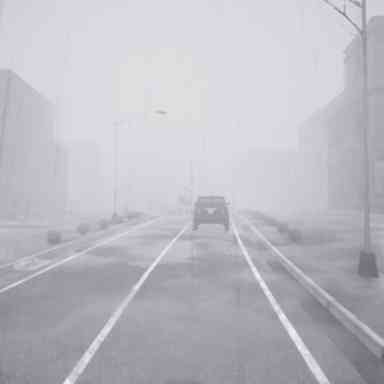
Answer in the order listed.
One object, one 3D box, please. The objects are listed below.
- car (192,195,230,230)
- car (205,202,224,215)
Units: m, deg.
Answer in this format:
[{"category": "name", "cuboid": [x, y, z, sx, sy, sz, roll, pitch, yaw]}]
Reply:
[{"category": "car", "cuboid": [1.255, 1.216, 21.211, 2.150, 2.045, 5.566, 0, 0, 5]}, {"category": "car", "cuboid": [2.763, 1.996, 40.391, 2.128, 1.511, 4.902, 0, -3, 4]}]
